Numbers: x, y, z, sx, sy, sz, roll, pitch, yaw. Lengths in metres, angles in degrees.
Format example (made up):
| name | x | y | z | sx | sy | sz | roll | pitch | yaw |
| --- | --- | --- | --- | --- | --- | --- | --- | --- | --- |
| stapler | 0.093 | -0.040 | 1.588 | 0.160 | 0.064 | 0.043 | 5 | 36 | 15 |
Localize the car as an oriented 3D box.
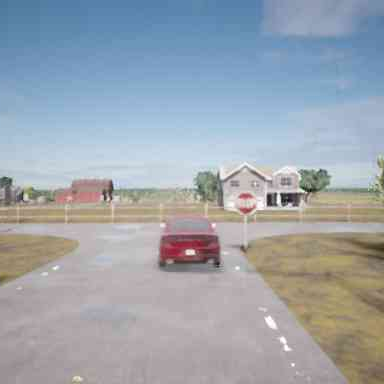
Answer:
| name | x | y | z | sx | sy | sz | roll | pitch | yaw |
| --- | --- | --- | --- | --- | --- | --- | --- | --- | --- |
| car | -0.130 | 1.549 | 11.735 | 1.882 | 1.535 | 5.008 | 0 | 0 | -2 |
